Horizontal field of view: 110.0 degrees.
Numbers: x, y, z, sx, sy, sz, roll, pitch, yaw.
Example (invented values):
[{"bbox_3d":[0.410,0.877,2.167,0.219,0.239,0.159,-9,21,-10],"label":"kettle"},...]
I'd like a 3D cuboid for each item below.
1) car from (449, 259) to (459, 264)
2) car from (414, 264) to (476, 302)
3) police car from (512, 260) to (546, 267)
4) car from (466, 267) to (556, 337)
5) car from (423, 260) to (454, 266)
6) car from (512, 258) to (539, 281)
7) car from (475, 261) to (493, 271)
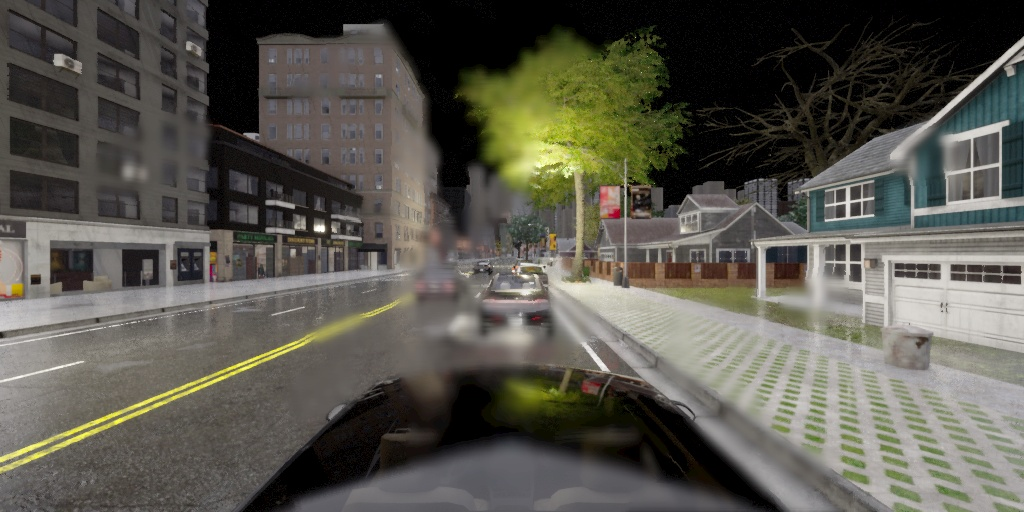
[{"bbox_3d":[-9.676,1.252,57.197,2.033,1.411,5.357,0,0,0],"label":"car"},{"bbox_3d":[-3.102,1.290,16.871,2.033,1.411,5.357,0,0,0],"label":"car"},{"bbox_3d":[1.027,1.165,20.528,1.930,1.638,5.238,0,0,0],"label":"police car"},{"bbox_3d":[0.122,1.239,10.278,2.128,1.511,4.902,0,0,0],"label":"car"},{"bbox_3d":[-6.521,1.278,29.640,2.033,1.411,5.357,0,0,0],"label":"car"},{"bbox_3d":[1.054,1.081,30.388,2.097,1.767,4.553,0,0,0],"label":"car"},{"bbox_3d":[-3.049,1.248,38.768,1.812,1.442,4.674,0,0,0],"label":"car"}]
